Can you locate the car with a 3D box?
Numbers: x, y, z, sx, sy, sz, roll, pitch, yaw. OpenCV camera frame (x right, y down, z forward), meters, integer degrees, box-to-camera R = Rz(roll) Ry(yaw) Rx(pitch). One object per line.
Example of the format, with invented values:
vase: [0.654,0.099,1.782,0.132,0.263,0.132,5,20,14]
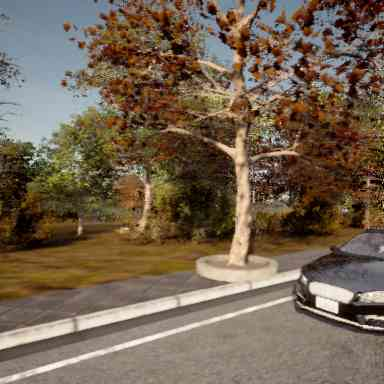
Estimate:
car: [4.100,1.498,6.608,4.902,1.511,2.128,0,0,-35]
